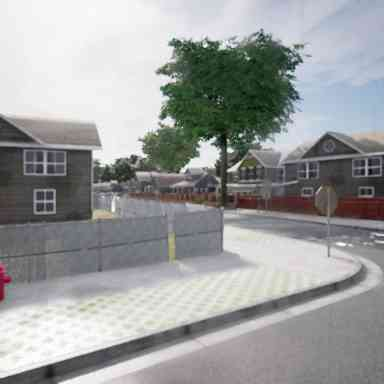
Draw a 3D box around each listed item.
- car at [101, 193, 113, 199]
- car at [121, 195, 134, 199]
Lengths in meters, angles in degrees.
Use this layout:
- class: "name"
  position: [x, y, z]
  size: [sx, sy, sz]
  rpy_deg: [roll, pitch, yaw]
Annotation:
- class: "car"
  position: [-22.043, 0.954, 87.451]
  size: [2.097, 1.767, 4.553]
  rpy_deg: [0, 0, -23]
- class: "car"
  position: [-10.551, 1.286, 53.580]
  size: [1.837, 1.490, 4.892]
  rpy_deg: [0, 0, -23]
